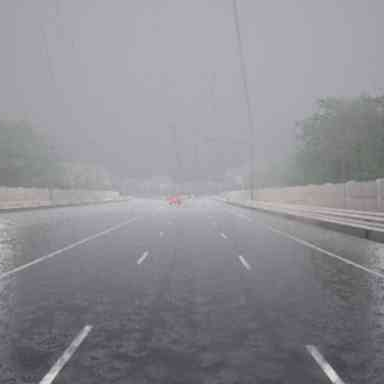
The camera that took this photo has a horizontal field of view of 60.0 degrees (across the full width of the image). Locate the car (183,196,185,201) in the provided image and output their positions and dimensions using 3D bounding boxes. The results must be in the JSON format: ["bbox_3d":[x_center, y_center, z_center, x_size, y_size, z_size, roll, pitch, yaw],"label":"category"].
[{"bbox_3d":[-3.517,2.277,85.858,1.895,1.301,4.718,0,0,0],"label":"car"}]

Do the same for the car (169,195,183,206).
[{"bbox_3d":[-3.514,1.732,69.573,2.150,2.045,5.566,0,0,0],"label":"car"}]
